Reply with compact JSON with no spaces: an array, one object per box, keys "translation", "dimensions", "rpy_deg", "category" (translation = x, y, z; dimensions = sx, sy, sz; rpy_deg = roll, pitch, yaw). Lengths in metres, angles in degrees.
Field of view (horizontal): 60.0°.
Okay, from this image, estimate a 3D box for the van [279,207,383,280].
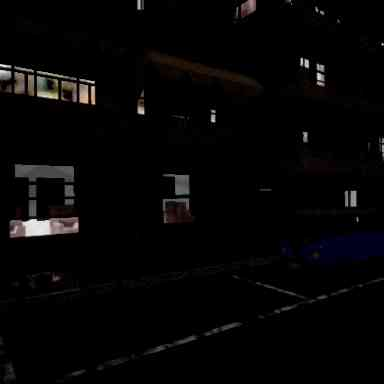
[{"translation":[4.273,1.338,9.619],"dimensions":[3.998,1.788,1.690],"rpy_deg":[0,0,-35],"category":"van"}]
